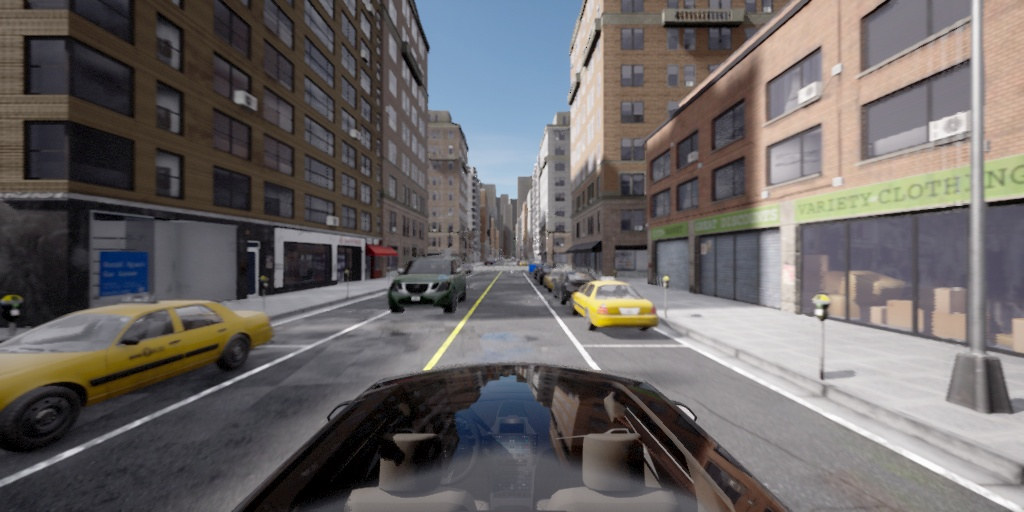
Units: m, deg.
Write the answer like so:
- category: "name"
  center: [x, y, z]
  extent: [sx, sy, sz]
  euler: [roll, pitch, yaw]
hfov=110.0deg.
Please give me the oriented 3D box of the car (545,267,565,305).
- category: "car"
  center: [2.852, 1.362, 16.289]
  extent: [2.007, 1.370, 4.403]
  euler: [0, 0, 0]

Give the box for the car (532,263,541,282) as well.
- category: "car"
  center: [2.848, 1.425, 27.186]
  extent: [1.948, 1.339, 4.313]
  euler: [0, 0, 0]

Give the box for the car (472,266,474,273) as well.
- category: "car"
  center: [-5.683, 1.497, 43.519]
  extent: [1.948, 1.339, 4.313]
  euler: [0, 0, 0]

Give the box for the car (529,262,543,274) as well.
- category: "car"
  center: [2.846, 1.449, 32.634]
  extent: [1.948, 1.339, 4.313]
  euler: [0, 0, 0]

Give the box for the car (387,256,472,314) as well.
- category: "car"
  center: [-3.105, 1.024, 14.340]
  extent: [2.150, 2.045, 5.566]
  euler: [0, 0, 0]

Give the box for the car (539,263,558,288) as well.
- category: "car"
  center: [2.850, 1.360, 21.908]
  extent: [1.751, 1.417, 4.829]
  euler: [0, 0, 0]

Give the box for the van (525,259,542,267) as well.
- category: "van"
  center: [2.842, 1.272, 43.531]
  extent: [1.690, 1.789, 3.998]
  euler: [0, 0, 0]

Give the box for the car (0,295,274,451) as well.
- category: "car"
  center: [-5.669, 1.291, 5.192]
  extent: [1.751, 1.417, 4.829]
  euler: [0, 0, 0]

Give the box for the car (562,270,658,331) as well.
- category: "car"
  center: [2.854, 1.314, 11.011]
  extent: [1.751, 1.417, 4.829]
  euler: [0, 0, 0]
